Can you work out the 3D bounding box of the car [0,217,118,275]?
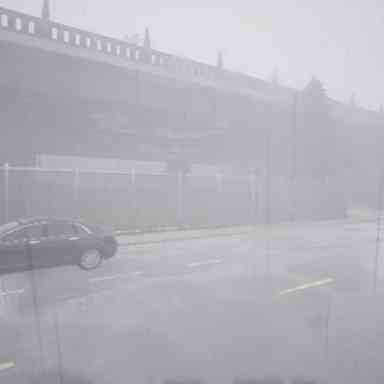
[{"bbox_3d":[-4.532,1.507,9.356,4.892,1.490,1.837,0,0,-35],"label":"car"}]
